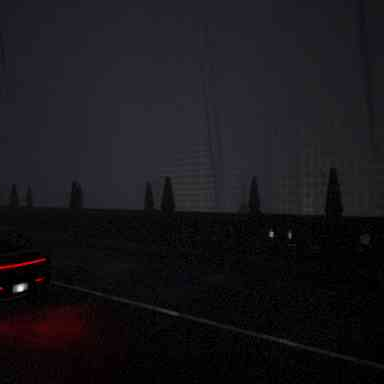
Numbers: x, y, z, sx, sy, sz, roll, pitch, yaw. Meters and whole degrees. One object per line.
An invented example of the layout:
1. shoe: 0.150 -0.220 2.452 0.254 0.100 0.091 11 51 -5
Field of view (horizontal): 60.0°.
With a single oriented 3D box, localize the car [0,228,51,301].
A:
1. car: -5.227 1.591 7.722 4.892 1.490 1.837 -1 0 36
